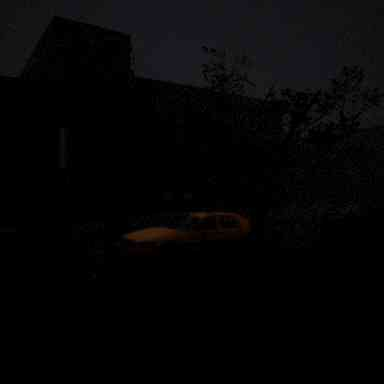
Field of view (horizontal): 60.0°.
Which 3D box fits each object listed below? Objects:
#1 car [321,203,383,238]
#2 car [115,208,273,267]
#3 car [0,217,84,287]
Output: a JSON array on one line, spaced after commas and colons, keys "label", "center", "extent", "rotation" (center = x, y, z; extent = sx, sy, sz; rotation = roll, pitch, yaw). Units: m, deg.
[{"label": "car", "center": [8.610, 1.332, 16.774], "extent": [5.008, 1.535, 2.097], "rotation": [0, 0, -33]}, {"label": "car", "center": [0.258, 1.314, 10.827], "extent": [5.366, 1.575, 1.946], "rotation": [0, 0, -33]}, {"label": "car", "center": [-4.933, 1.321, 7.115], "extent": [5.008, 1.535, 2.097], "rotation": [1, 0, -33]}]
